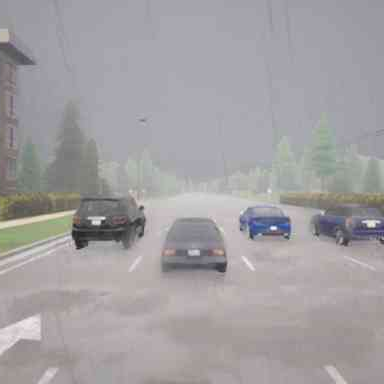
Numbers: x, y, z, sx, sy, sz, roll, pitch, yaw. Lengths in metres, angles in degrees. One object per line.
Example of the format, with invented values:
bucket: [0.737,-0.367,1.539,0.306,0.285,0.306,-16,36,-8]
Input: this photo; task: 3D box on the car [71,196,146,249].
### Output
car: [-3.412,1.184,14.565,2.150,2.045,5.566,0,0,0]

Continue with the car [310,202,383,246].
car: [7.087,1.315,15.246,2.097,1.767,4.553,0,0,0]

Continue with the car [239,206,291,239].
car: [3.592,1.436,17.085,1.882,1.535,5.008,0,0,0]

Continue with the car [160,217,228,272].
car: [0.065,1.521,10.634,2.033,1.411,5.357,0,0,0]
